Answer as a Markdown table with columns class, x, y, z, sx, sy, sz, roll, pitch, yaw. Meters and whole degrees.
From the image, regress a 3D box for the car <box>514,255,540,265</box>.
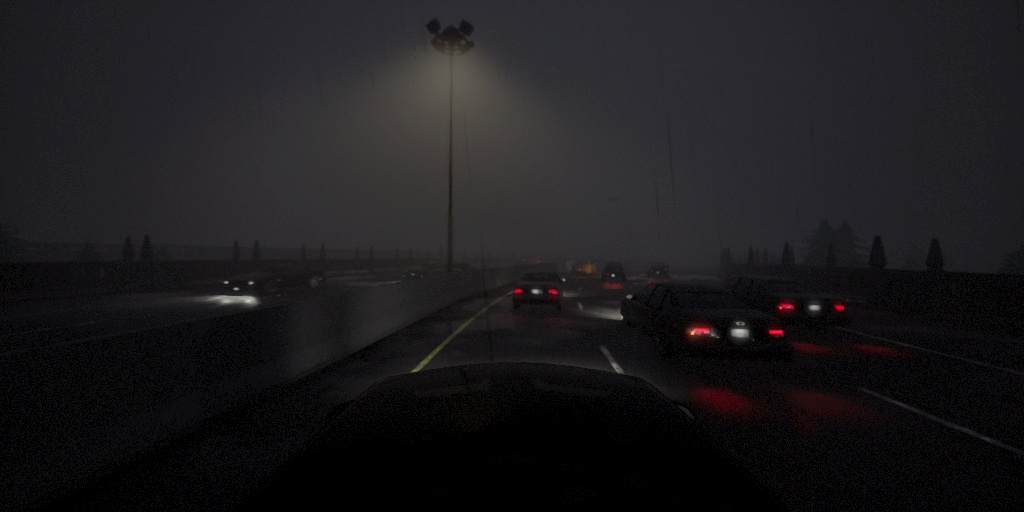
| class | x | y | z | sx | sy | sz | roll | pitch | yaw |
| --- | --- | --- | --- | --- | --- | --- | --- | --- | --- |
| car | 2.466 | 0.788 | 57.997 | 2.150 | 2.045 | 5.566 | 0 | 0 | 32 |

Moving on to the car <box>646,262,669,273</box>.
| class | x | y | z | sx | sy | sz | roll | pitch | yaw |
| --- | --- | --- | --- | --- | --- | --- | --- | --- | --- |
| car | 13.640 | 1.261 | 33.616 | 1.812 | 1.442 | 4.674 | 0 | 0 | 22 |

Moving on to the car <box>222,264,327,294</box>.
| class | x | y | z | sx | sy | sz | roll | pitch | yaw |
| --- | --- | --- | --- | --- | --- | --- | --- | --- | --- |
| car | -12.409 | 1.145 | 19.331 | 2.033 | 1.411 | 5.357 | 0 | 0 | 10 |

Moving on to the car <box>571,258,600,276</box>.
| class | x | y | z | sx | sy | sz | roll | pitch | yaw |
| --- | --- | --- | --- | --- | --- | --- | --- | --- | --- |
| car | 7.458 | 1.156 | 36.919 | 1.882 | 1.535 | 5.008 | 0 | 0 | 22 |

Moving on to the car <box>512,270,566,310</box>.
| class | x | y | z | sx | sy | sz | roll | pitch | yaw |
| --- | --- | --- | --- | --- | --- | --- | --- | --- | --- |
| car | 1.175 | 1.260 | 14.680 | 2.033 | 1.411 | 5.357 | 0 | 0 | 9 |

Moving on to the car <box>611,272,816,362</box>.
| class | x | y | z | sx | sy | sz | roll | pitch | yaw |
| --- | --- | --- | --- | --- | --- | --- | --- | --- | --- |
| car | 3.945 | 1.302 | 8.381 | 2.033 | 1.411 | 5.357 | 0 | 0 | 5 |

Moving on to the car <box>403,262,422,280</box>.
| class | x | y | z | sx | sy | sz | roll | pitch | yaw |
| --- | --- | --- | --- | --- | --- | --- | --- | --- | --- |
| car | -6.752 | 1.171 | 28.294 | 1.994 | 1.385 | 4.181 | 0 | 0 | 16 |

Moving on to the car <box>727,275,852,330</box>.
| class | x | y | z | sx | sy | sz | roll | pitch | yaw |
| --- | --- | --- | --- | --- | --- | --- | --- | --- | --- |
| car | 7.766 | 1.320 | 11.334 | 2.033 | 1.411 | 5.357 | 0 | 0 | 7 |

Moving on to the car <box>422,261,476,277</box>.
| class | x | y | z | sx | sy | sz | roll | pitch | yaw |
| --- | --- | --- | --- | --- | --- | --- | --- | --- | --- |
| car | -4.017 | 1.116 | 24.965 | 1.882 | 1.535 | 5.008 | 0 | 0 | 14 |

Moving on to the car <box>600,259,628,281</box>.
| class | x | y | z | sx | sy | sz | roll | pitch | yaw |
| --- | --- | --- | --- | --- | --- | --- | --- | --- | --- |
| car | 8.412 | 1.217 | 29.510 | 1.837 | 1.490 | 4.892 | 0 | 0 | 18 |
